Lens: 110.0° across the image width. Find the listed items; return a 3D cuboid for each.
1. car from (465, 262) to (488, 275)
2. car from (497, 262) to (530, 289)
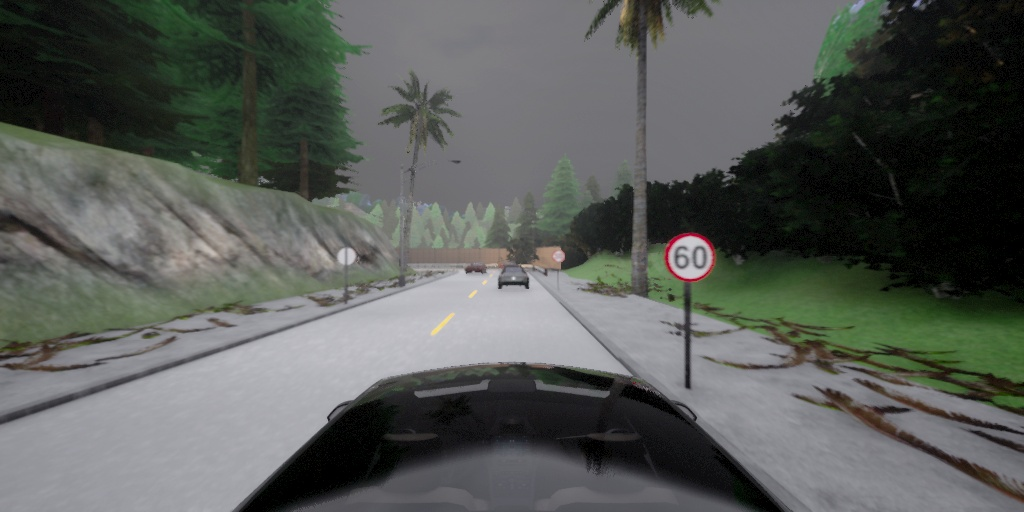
[{"bbox_3d":[-3.790,1.325,38.586,1.895,1.301,4.718,0,0,3],"label":"car"},{"bbox_3d":[0.098,1.299,23.162,1.994,1.385,4.181,0,0,0],"label":"car"}]
